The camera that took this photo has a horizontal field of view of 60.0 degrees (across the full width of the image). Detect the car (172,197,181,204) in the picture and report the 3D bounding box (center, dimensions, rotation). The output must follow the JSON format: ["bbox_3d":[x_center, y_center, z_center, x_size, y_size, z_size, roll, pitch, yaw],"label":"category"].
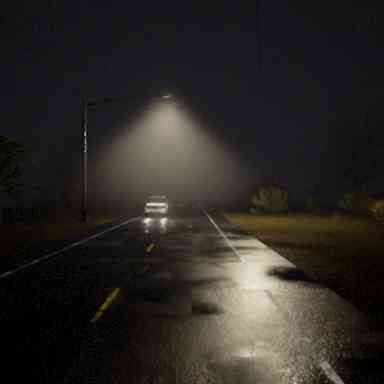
[{"bbox_3d":[-3.571,1.908,75.487,1.882,1.535,5.008,0,0,0],"label":"car"}]

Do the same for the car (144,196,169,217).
[{"bbox_3d":[-3.628,1.489,35.045,2.150,2.045,5.566,0,0,0],"label":"car"}]

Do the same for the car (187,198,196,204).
[{"bbox_3d":[-0.071,2.070,76.623,1.994,1.385,4.181,0,0,0],"label":"car"}]

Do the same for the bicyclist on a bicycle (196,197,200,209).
[{"bbox_3d":[0.917,1.807,48.258,0.582,1.620,1.656,0,-1,0],"label":"bicyclist on a bicycle"}]

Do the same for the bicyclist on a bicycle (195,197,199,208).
[{"bbox_3d":[0.910,1.773,56.387,0.659,1.776,1.843,0,0,0],"label":"bicyclist on a bicycle"}]

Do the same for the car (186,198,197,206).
[{"bbox_3d":[-0.056,2.013,64.021,1.994,1.385,4.181,0,0,0],"label":"car"}]
